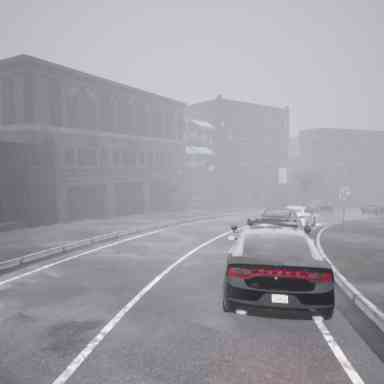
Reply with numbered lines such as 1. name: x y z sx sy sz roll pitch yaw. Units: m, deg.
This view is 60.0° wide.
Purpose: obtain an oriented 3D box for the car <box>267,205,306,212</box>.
1. car: 4.435 1.547 16.602 1.837 1.490 4.892 2 0 22

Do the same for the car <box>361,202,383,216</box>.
1. car: 22.134 2.000 39.571 4.902 1.511 2.128 2 3 -33

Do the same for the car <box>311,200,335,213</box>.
1. car: 14.394 1.632 37.764 4.892 1.490 1.837 2 2 -41

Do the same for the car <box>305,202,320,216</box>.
1. car: 6.857 1.611 21.746 1.812 1.442 4.674 2 1 29

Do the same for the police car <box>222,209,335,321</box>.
1. police car: 1.816 1.433 7.626 1.930 1.638 5.238 1 0 10
